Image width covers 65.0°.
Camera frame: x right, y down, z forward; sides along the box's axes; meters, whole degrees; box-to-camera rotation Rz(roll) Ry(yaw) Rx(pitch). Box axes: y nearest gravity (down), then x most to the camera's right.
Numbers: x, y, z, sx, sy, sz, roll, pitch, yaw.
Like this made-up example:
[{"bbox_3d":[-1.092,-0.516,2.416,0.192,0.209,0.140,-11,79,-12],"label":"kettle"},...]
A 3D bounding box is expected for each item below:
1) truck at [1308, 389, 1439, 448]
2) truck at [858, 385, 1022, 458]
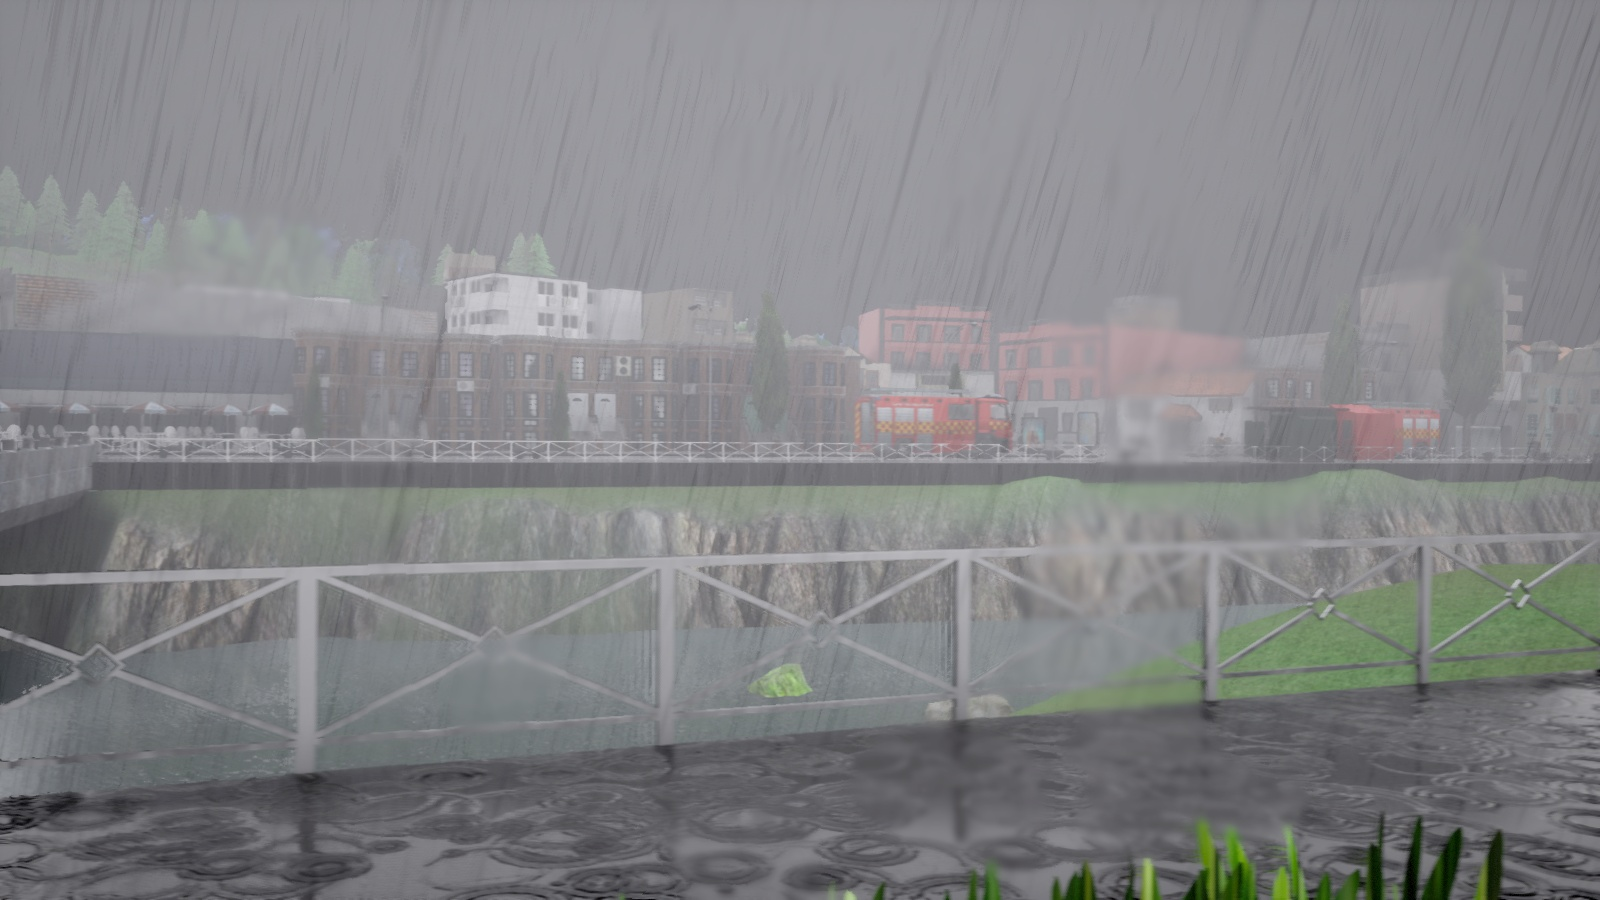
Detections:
[{"bbox_3d":[38.581,-2.157,84.404,8.468,3.827,2.891,-1,1,-21],"label":"truck"},{"bbox_3d":[7.637,-1.562,68.368,8.468,3.827,2.891,-1,1,-21],"label":"truck"}]
